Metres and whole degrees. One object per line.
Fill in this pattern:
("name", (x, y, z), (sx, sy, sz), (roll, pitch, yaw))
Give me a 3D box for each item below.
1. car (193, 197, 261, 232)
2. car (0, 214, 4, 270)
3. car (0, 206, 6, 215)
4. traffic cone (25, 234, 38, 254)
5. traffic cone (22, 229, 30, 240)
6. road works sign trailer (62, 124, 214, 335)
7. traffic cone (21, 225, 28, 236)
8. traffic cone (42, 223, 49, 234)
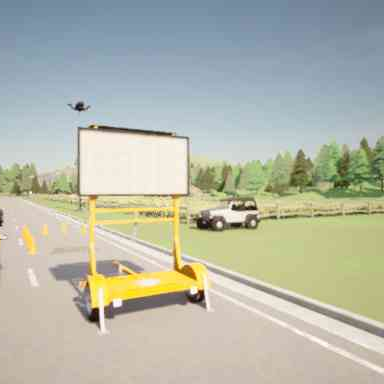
("car", (2.148, 1.248, 19.264), (3.866, 1.878, 1.905), (0, 0, -29))
("car", (-5.612, 1.526, 7.912), (1.837, 1.490, 4.892), (0, 0, -29))
("car", (-14.399, 1.551, 23.581), (2.128, 1.511, 4.902), (0, 0, -29))
("traffic cone", (-5.949, 1.985, 12.423), (0.340, 0.580, 0.340), (0, 0, -29))
("traffic cone", (-6.928, 1.990, 14.167), (0.340, 0.580, 0.340), (0, 0, -29))
("road works sign trailer", (-1.229, 0.479, 7.048), (2.380, 3.560, 2.880), (0, 0, -29))
("traffic cone", (-7.906, 1.994, 15.912), (0.340, 0.580, 0.340), (0, 0, -29))
("traffic cone", (-8.012, 1.999, 18.145), (0.340, 0.580, 0.340), (0, 0, -29))
